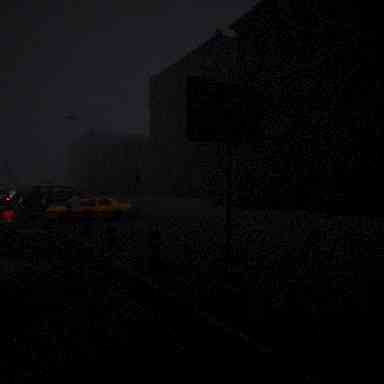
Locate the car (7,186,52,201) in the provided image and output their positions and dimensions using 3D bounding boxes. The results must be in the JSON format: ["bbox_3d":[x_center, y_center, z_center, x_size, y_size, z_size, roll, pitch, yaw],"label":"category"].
[{"bbox_3d":[-23.551,0.158,48.182,5.566,2.045,2.435,-1,1,-32],"label":"car"}]

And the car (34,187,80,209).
[{"bbox_3d":[-8.933,0.711,24.819,4.553,1.767,2.185,-1,2,-32],"label":"car"}]

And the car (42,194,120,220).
[{"bbox_3d":[-7.442,0.940,22.506,4.674,1.452,2.002,-1,2,-32],"label":"car"}]

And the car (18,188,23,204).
[{"bbox_3d":[-14.749,0.623,34.184,4.892,1.521,2.231,-1,1,-32],"label":"car"}]

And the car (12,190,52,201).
[{"bbox_3d":[-22.060,0.476,45.864,4.674,1.452,2.002,-1,1,-32],"label":"car"}]

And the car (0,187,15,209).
[{"bbox_3d":[-17.321,0.589,29.642,2.097,1.767,4.553,-1,1,-32],"label":"car"}]

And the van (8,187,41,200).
[{"bbox_3d":[-26.549,0.142,52.808,4.442,1.987,1.878,-1,1,-32],"label":"van"}]

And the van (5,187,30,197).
[{"bbox_3d":[-35.126,0.014,66.957,4.442,1.987,1.878,-1,1,-32],"label":"van"}]

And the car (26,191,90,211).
[{"bbox_3d":[-11.826,0.722,29.512,5.008,1.535,2.097,-1,2,-32],"label":"car"}]

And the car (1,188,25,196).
[{"bbox_3d":[-41.051,-0.001,76.268,4.553,1.767,2.185,-1,1,-32],"label":"car"}]

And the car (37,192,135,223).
[{"bbox_3d":[-6.140,0.965,20.068,5.366,1.575,1.946,-1,2,-32],"label":"car"}]

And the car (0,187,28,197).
[{"bbox_3d":[-39.639,-0.094,73.895,5.566,2.045,2.435,-1,1,-32],"label":"car"}]

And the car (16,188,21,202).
[{"bbox_3d":[-16.210,0.579,36.521,4.892,1.521,2.231,-1,1,-32],"label":"car"}]

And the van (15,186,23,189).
[{"bbox_3d":[-20.439,0.240,43.481,4.442,1.987,1.878,-1,1,-32],"label":"van"}]

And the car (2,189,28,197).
[{"bbox_3d":[-38.176,0.217,71.562,4.792,1.488,2.163,-1,1,-32],"label":"car"}]

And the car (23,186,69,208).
[{"bbox_3d":[-10.343,0.526,27.183,5.566,2.045,2.435,-1,2,-32],"label":"car"}]

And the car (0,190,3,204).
[{"bbox_3d":[-23.992,0.554,40.259,1.837,1.490,4.892,-1,1,-31],"label":"car"}]

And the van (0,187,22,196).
[{"bbox_3d":[-42.640,-0.132,78.525,4.442,1.987,1.878,-1,1,-32],"label":"van"}]
